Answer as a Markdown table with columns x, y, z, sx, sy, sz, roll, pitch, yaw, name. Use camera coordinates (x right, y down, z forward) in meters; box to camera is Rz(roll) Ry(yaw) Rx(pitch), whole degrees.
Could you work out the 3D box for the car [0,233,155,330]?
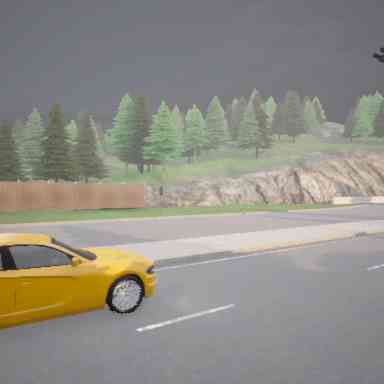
| x | y | z | sx | sy | sz | roll | pitch | yaw | name |
| --- | --- | --- | --- | --- | --- | --- | --- | --- | --- |
| -3.035 | 1.478 | 5.880 | 5.008 | 1.535 | 1.882 | 0 | 0 | -35 | car |
